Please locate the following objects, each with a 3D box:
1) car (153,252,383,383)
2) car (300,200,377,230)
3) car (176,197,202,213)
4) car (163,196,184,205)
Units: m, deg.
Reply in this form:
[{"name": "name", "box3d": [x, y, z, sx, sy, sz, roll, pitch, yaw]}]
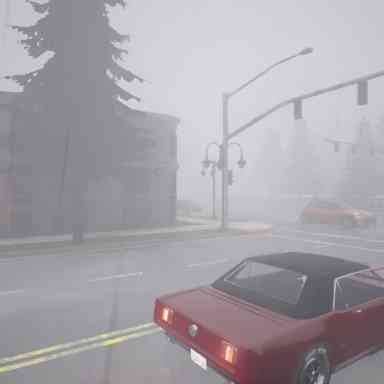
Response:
[{"name": "car", "box3d": [1.919, 1.601, 5.001, 4.718, 1.301, 1.895, 0, 0, -34]}, {"name": "car", "box3d": [9.289, 1.351, 21.399, 2.097, 1.767, 4.553, 0, 0, -33]}, {"name": "car", "box3d": [-0.743, 1.504, 36.654, 1.837, 1.490, 4.892, 0, 0, -33]}, {"name": "car", "box3d": [-3.374, 1.526, 60.065, 1.812, 1.442, 4.674, 0, 0, -33]}]
